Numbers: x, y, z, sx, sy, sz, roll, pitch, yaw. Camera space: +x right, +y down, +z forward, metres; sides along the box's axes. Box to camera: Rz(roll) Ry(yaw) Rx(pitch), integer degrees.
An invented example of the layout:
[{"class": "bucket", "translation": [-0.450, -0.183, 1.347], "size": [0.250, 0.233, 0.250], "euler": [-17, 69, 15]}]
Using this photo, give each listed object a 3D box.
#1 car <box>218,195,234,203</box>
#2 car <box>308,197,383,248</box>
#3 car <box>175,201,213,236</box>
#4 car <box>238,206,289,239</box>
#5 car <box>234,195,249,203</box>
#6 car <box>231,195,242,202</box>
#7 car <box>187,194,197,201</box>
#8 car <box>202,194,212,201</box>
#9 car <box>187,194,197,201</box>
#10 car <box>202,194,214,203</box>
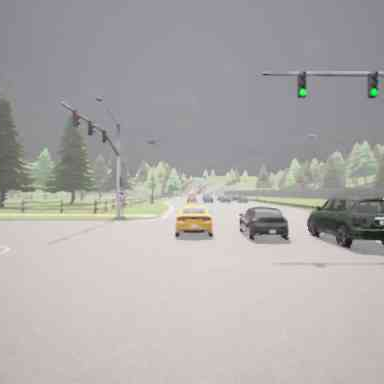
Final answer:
[{"class": "car", "translation": [7.002, 1.562, 69.321], "size": [1.812, 1.442, 4.674], "euler": [0, 0, 0]}, {"class": "car", "translation": [7.100, 1.231, 15.005], "size": [2.150, 2.045, 5.566], "euler": [0, 0, 0]}, {"class": "car", "translation": [0.100, 1.490, 18.535], "size": [1.882, 1.535, 5.008], "euler": [0, 0, 0]}, {"class": "car", "translation": [3.600, 1.516, 17.266], "size": [1.837, 1.490, 4.892], "euler": [0, 0, 0]}, {"class": "car", "translation": [10.502, 1.574, 68.904], "size": [2.033, 1.411, 5.357], "euler": [0, 0, 0]}, {"class": "car", "translation": [10.502, 1.438, 79.324], "size": [1.882, 1.535, 5.008], "euler": [0, 0, 0]}, {"class": "car", "translation": [0.002, 1.393, 69.291], "size": [2.097, 1.767, 4.553], "euler": [0, 0, 0]}, {"class": "car", "translation": [3.502, 1.316, 79.294], "size": [2.097, 1.767, 4.553], "euler": [0, 0, 0]}, {"class": "car", "translation": [0.002, 1.316, 79.294], "size": [2.097, 1.767, 4.553], "euler": [0, 0, 0]}, {"class": "car", "translation": [3.502, 1.557, 68.904], "size": [2.128, 1.511, 4.902], "euler": [0, 0, 0]}]
